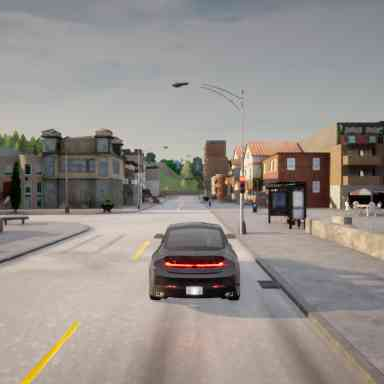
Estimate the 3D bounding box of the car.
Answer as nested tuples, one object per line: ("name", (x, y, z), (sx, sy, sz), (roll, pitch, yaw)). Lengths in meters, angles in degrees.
("car", (0.068, 1.505, 8.337), (1.837, 1.490, 4.892), (0, 0, 1))
